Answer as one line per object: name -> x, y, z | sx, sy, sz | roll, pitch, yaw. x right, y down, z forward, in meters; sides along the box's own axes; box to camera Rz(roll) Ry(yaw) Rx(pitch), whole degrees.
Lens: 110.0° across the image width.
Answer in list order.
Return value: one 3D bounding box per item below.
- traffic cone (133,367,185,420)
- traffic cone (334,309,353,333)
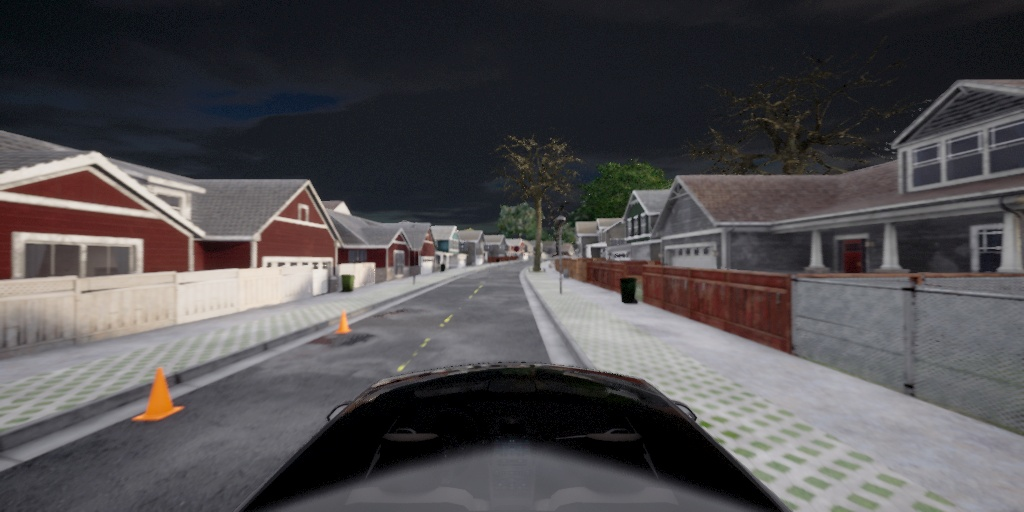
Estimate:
traffic cone -> -4.476, 1.712, 4.555 | 0.340, 0.580, 0.340 | 0, 0, 0
traffic cone -> -4.487, 1.716, 9.555 | 0.340, 0.580, 0.340 | 0, 0, 0
